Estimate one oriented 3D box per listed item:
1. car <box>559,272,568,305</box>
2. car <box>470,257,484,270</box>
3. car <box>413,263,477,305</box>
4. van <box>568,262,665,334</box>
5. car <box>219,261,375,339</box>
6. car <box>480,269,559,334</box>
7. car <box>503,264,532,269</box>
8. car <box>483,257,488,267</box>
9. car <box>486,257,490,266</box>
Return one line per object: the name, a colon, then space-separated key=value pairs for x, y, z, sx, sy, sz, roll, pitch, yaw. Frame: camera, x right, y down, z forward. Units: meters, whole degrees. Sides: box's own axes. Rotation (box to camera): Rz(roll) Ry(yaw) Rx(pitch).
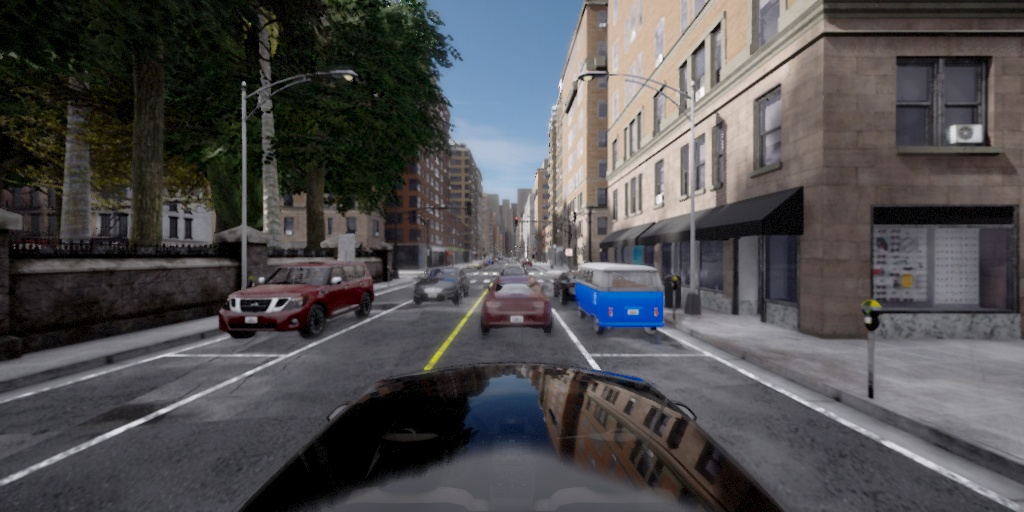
car: x=2.879 y=1.325 z=15.985 sx=1.948 sy=1.339 sz=4.313 roll=0 pitch=0 yaw=0
car: x=-5.585 y=1.291 z=53.817 sx=1.751 sy=1.417 sz=4.829 roll=0 pitch=0 yaw=0
car: x=-3.023 y=1.251 z=16.218 sx=2.128 sy=1.511 sz=4.902 roll=0 pitch=0 yaw=1
van: x=2.870 y=1.097 z=10.325 sx=1.690 sy=1.789 sz=3.998 roll=0 pitch=0 yaw=0
car: x=-5.655 y=1.071 z=10.298 sx=2.192 sy=1.841 sz=5.009 roll=0 pitch=0 yaw=0
car: x=0.120 y=1.282 z=10.546 sx=1.812 sy=1.442 sz=4.674 roll=0 pitch=0 yaw=0
car: x=0.108 y=1.362 z=22.186 sx=1.895 sy=1.301 sz=4.718 roll=0 pitch=0 yaw=-1
car: x=-5.576 y=1.319 z=59.437 sx=2.007 sy=1.370 sz=4.403 roll=0 pitch=0 yaw=0
car: x=-5.567 y=1.317 z=64.888 sx=1.888 sy=1.381 sz=4.507 roll=0 pitch=0 yaw=0
